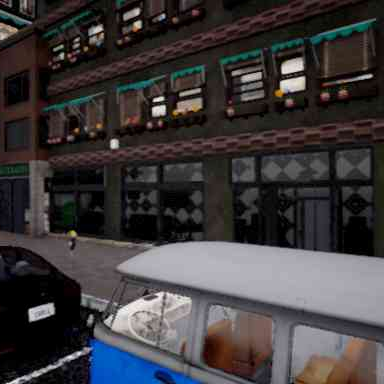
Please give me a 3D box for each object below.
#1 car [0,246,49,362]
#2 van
[{"bbox_3d":[-3.606,1.565,5.454,4.313,1.339,1.947,0,0,36],"label":"car"},{"bbox_3d":[1.003,1.341,2.167,3.998,1.788,1.690,0,0,36],"label":"van"}]
